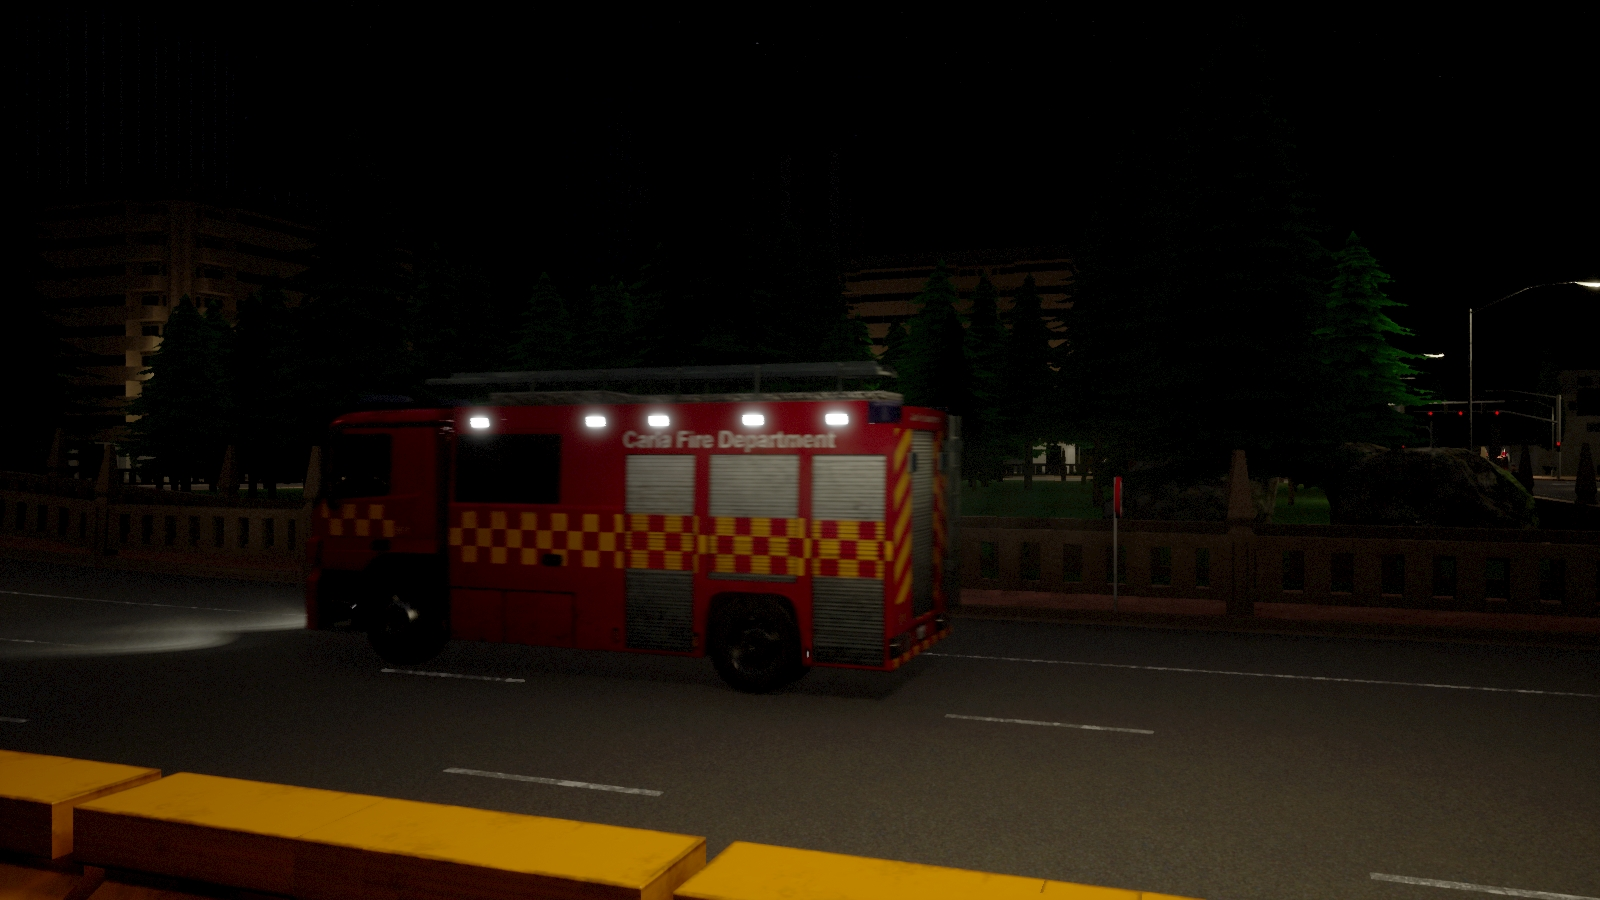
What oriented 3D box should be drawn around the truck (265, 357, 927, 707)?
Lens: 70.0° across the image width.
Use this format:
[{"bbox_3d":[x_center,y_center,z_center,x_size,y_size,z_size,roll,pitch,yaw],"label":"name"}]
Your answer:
[{"bbox_3d":[-2.788,0.891,15.354,8.468,3.827,2.891,0,0,21],"label":"truck"}]
